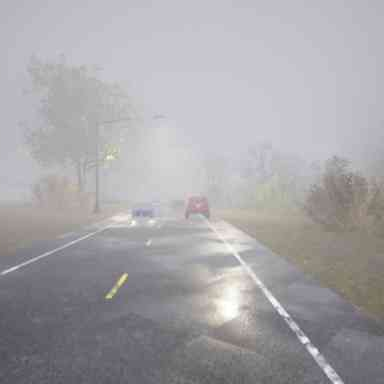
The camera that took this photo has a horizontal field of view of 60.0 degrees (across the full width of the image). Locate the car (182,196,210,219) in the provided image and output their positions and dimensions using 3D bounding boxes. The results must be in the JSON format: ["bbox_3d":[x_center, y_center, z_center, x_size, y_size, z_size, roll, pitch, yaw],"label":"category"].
[{"bbox_3d":[0.412,1.340,31.103,2.150,2.045,5.566,0,0,-3],"label":"car"}]

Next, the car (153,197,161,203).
[{"bbox_3d":[-7.802,1.729,72.476,2.033,1.411,5.357,0,0,-7],"label":"car"}]

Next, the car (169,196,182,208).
[{"bbox_3d":[-2.112,1.667,50.909,1.837,1.490,4.892,0,0,-5],"label":"car"}]

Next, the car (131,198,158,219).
[{"bbox_3d":[-4.420,1.599,30.721,1.882,1.535,5.008,0,0,-3],"label":"car"}]
